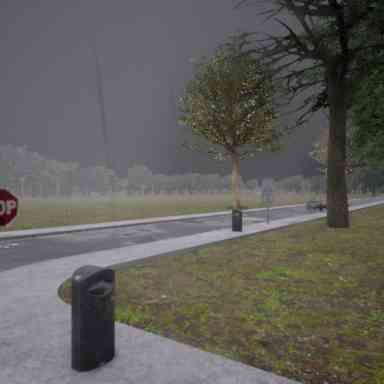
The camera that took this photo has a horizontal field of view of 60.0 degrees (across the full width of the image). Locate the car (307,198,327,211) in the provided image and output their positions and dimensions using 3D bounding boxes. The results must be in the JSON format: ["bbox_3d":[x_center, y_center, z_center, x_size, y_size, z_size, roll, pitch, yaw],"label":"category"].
[{"bbox_3d":[15.787,1.539,41.467,2.128,1.511,4.902,0,0,36],"label":"car"}]

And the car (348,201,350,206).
[{"bbox_3d":[23.349,1.576,51.994,1.812,1.442,4.674,0,0,35],"label":"car"}]
